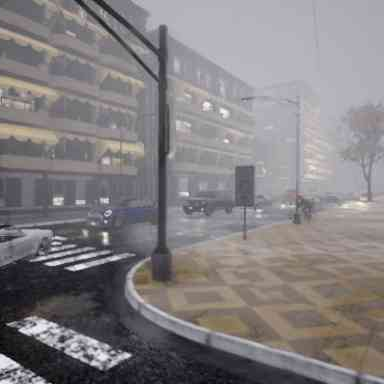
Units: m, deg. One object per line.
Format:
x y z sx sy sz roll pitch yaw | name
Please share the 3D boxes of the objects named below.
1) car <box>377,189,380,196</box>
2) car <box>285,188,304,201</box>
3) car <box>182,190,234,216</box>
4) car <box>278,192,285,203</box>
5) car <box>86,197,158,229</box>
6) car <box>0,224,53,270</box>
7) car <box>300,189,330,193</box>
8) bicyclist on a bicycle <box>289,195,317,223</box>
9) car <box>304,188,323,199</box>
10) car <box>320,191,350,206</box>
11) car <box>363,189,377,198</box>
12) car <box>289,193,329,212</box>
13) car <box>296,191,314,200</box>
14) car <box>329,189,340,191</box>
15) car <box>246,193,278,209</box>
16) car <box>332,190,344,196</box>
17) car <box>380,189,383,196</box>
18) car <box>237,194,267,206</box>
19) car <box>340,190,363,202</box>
36.543 0.377 68.115 2.008 1.369 4.403 1 2 35 | car
14.101 0.488 45.823 2.150 2.045 5.566 0 1 36 | car
1.490 0.834 27.765 2.150 2.045 5.566 0 1 35 | car
10.609 0.838 45.442 2.008 1.369 4.403 2 2 35 | car
-4.012 1.117 19.833 2.097 1.767 4.553 1 1 37 | car
-5.918 1.592 9.760 1.895 1.301 4.718 -1 1 1 | car
16.026 0.783 43.200 1.882 1.535 5.008 0 1 35 | car
6.565 1.028 19.762 1.656 1.620 0.582 0 1 35 | bicyclist on a bicycle
23.312 0.257 63.737 2.192 1.841 5.009 2 2 35 | car
17.494 0.893 40.664 2.008 1.369 4.403 2 2 35 | car
33.369 0.463 63.541 2.008 1.369 4.403 1 2 35 | car
11.144 1.067 31.513 2.008 1.369 4.403 2 2 35 | car
20.037 0.556 59.027 1.752 1.417 4.829 2 2 35 | car
21.904 0.649 51.758 1.837 1.490 4.892 0 1 35 | car
7.289 0.979 36.117 1.812 1.442 4.674 0 1 35 | car
36.008 0.146 82.044 1.887 1.381 4.507 2 2 35 | car
42.894 0.096 77.263 1.967 1.590 4.097 1 2 35 | car
7.434 0.940 40.867 1.947 1.339 4.313 2 2 35 | car
23.941 0.692 49.954 1.752 1.417 4.829 1 2 35 | car
